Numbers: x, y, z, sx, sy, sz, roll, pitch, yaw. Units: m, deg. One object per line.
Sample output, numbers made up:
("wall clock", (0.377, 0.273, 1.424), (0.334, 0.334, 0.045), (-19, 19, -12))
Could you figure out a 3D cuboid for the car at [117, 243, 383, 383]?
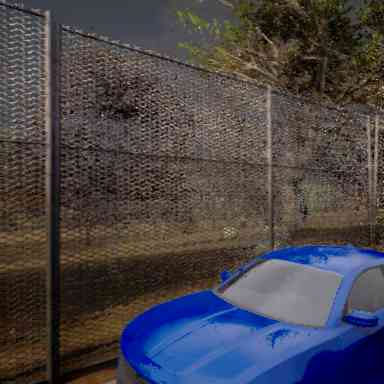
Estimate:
("car", (1.553, 1.481, 4.176), (5.008, 1.535, 1.882), (0, 0, -35))
